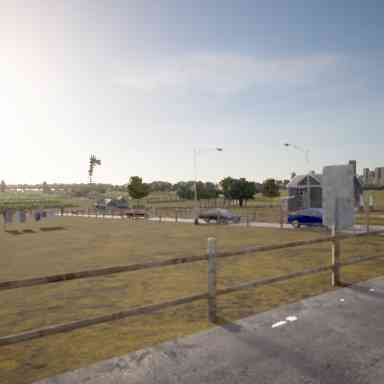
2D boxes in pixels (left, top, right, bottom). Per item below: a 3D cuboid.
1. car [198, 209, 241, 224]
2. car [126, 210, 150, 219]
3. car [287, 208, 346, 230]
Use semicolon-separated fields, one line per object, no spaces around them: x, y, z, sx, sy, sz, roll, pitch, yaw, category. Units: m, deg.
3.070;2.524;34.993;1.812;1.442;4.674;0;-2;-35;car
-8.251;3.409;50.892;1.895;1.301;4.718;0;-2;-35;car
9.753;2.018;25.659;1.882;1.535;5.008;0;-2;-36;car
